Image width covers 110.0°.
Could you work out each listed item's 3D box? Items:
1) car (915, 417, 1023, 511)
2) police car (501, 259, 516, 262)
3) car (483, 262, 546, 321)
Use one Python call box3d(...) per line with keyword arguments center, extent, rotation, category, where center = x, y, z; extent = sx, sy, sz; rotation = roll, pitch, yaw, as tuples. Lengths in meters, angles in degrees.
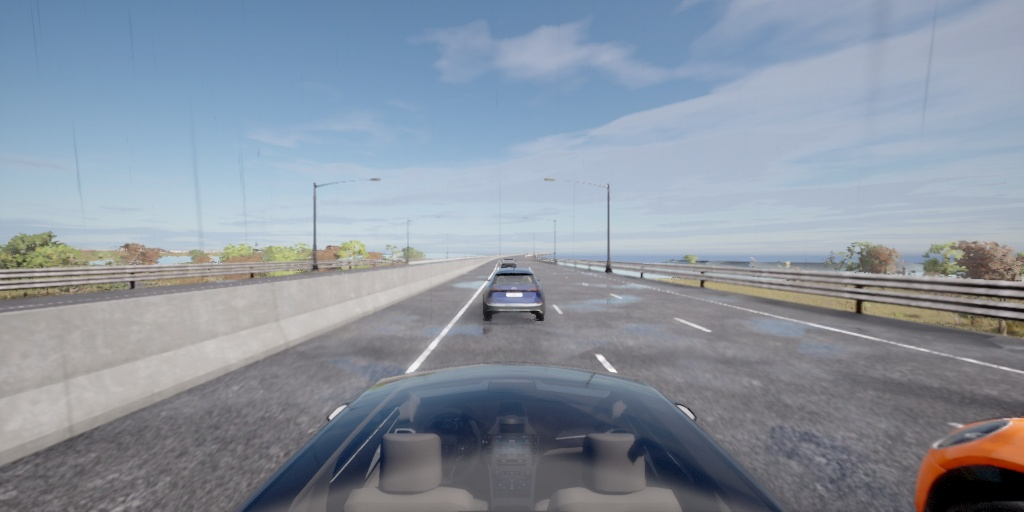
box3d(center=(3.592, 1.100, 0.323), extent=(2.097, 1.767, 4.553), rotation=(0, 0, 0), category="car")
box3d(center=(-0.414, 1.143, 43.559), extent=(1.930, 1.638, 5.238), rotation=(0, 0, -1), category="police car")
box3d(center=(0.054, 1.179, 12.529), extent=(2.033, 1.649, 4.856), rotation=(0, 0, 0), category="car")
